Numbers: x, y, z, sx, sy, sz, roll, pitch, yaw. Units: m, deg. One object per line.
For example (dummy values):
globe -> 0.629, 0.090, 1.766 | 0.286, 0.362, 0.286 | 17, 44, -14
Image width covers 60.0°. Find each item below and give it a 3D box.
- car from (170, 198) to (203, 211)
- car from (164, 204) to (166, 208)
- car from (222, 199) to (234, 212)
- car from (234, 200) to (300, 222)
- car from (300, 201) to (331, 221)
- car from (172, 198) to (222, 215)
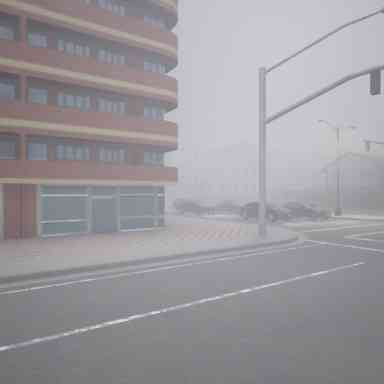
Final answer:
car -> -0.809, 1.505, 42.619 | 1.837, 1.490, 4.892 | 0, 0, -35
car -> -5.434, 1.547, 43.164 | 2.033, 1.411, 5.357 | 0, 0, -34
car -> 4.375, 1.526, 35.109 | 1.812, 1.442, 4.674 | 0, 0, -34
car -> 5.875, 1.505, 26.734 | 1.837, 1.490, 4.892 | 0, 0, -34
car -> 9.310, 1.526, 27.939 | 1.812, 1.442, 4.674 | 0, 0, -34
car -> 0.351, 1.545, 34.762 | 2.033, 1.411, 5.357 | 0, 0, -34
